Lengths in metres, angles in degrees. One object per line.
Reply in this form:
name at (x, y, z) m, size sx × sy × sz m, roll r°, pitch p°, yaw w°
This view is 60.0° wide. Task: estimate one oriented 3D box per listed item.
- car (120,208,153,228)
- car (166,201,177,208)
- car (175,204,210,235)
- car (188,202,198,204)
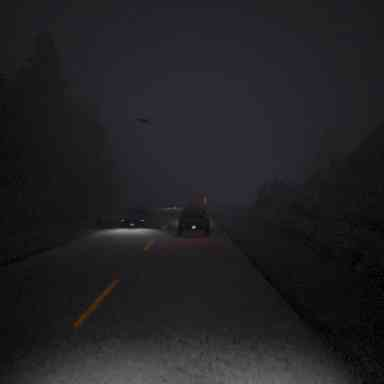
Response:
car at (-4.094, 1.895, 25.418) m, size 2.033 × 1.411 × 5.357 m, roll 0°, pitch -1°, yaw 0°
car at (-3.988, 2.446, 65.998) m, size 1.994 × 1.385 × 4.181 m, roll 0°, pitch -1°, yaw 0°
car at (0.104, 1.779, 20.935) m, size 2.128 × 1.511 × 4.902 m, roll 0°, pitch -1°, yaw 0°
car at (0.108, 2.086, 43.450) m, size 2.128 × 1.511 × 4.902 m, roll 0°, pitch -1°, yaw 0°
